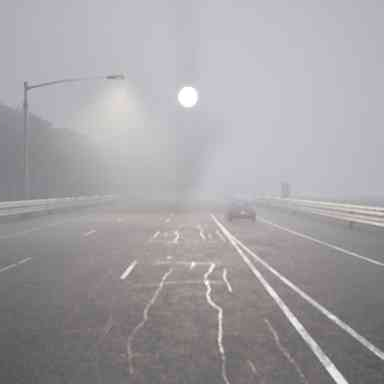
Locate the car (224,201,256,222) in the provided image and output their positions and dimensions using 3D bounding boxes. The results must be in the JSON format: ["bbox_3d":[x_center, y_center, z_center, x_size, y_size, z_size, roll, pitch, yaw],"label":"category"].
[{"bbox_3d":[3.499,1.380,24.759,1.994,1.385,4.181,0,0,0],"label":"car"}]
